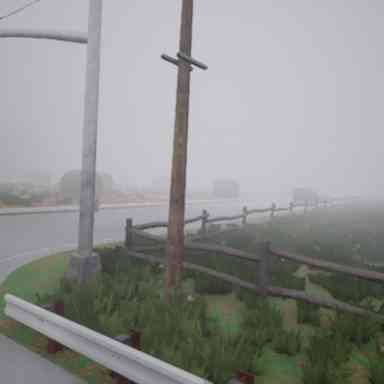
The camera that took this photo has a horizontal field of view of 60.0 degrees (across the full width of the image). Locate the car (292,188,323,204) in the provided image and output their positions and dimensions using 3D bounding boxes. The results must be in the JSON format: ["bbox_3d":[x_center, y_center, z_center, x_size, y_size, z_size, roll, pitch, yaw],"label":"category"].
[{"bbox_3d":[14.547,0.553,42.450,2.150,2.045,5.566,5,3,34],"label":"car"}]

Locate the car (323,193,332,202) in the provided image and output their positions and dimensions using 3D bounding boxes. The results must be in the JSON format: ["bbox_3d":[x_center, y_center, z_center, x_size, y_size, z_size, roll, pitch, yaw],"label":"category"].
[{"bbox_3d":[20.299,0.866,51.348,1.994,1.385,4.181,5,3,33],"label":"car"}]

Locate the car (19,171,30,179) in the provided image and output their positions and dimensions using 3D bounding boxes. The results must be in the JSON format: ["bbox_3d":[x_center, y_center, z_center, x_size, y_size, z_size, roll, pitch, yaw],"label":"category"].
[{"bbox_3d":[-39.954,-3.920,79.847,1.905,1.878,3.866,8,3,-13],"label":"car"}]
